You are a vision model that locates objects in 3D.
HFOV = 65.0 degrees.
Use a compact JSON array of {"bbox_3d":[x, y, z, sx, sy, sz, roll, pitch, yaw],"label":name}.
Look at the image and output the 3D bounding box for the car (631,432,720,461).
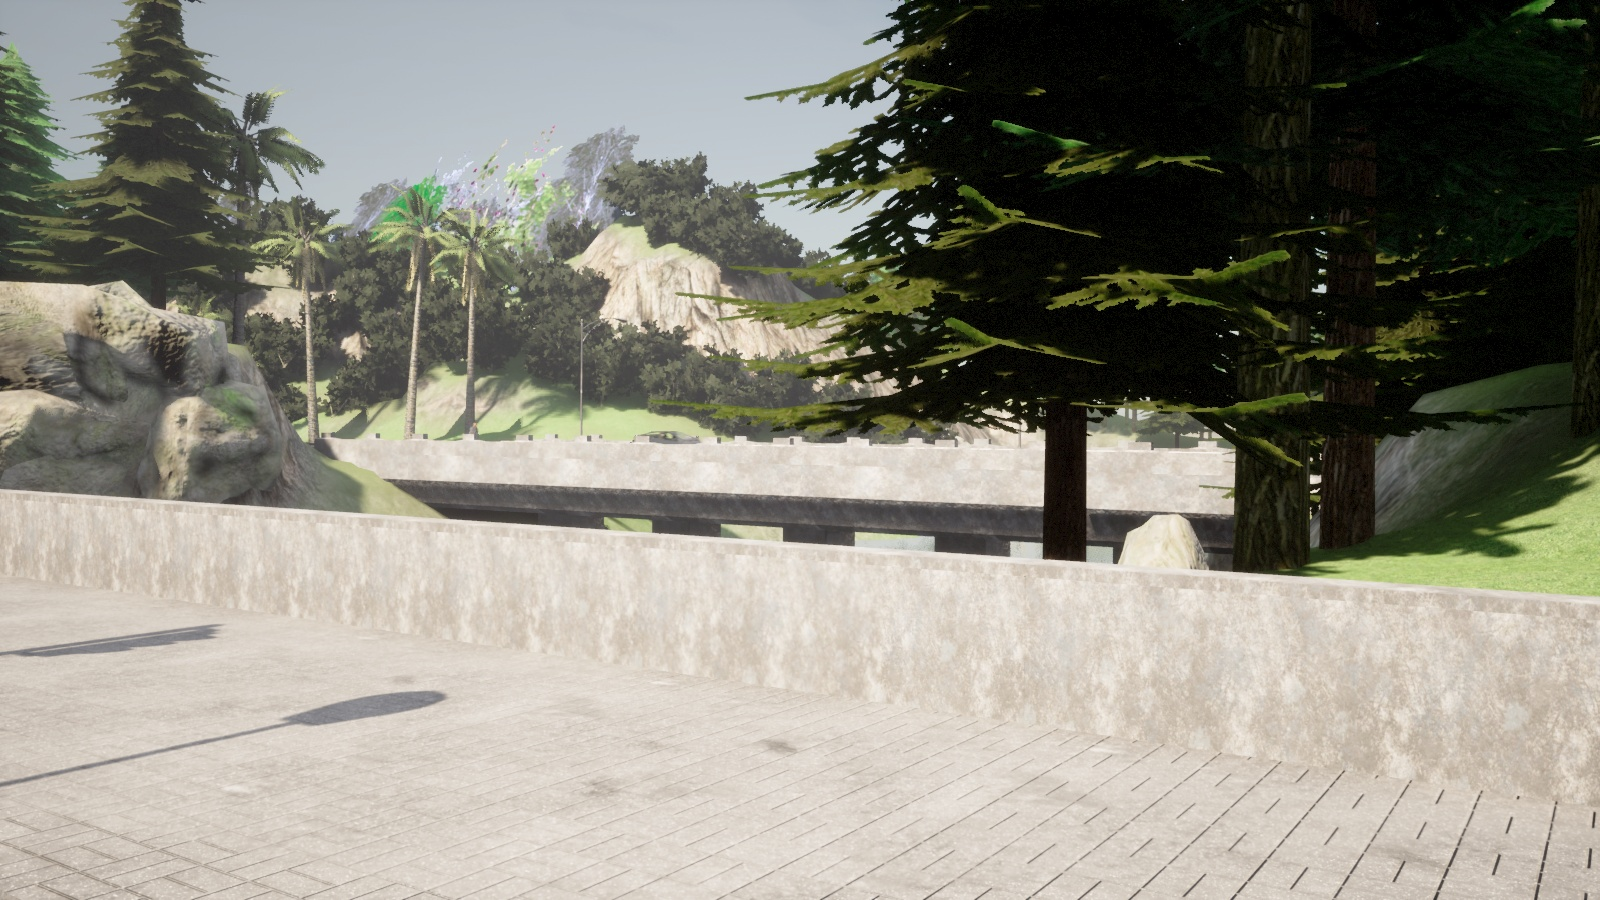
[{"bbox_3d":[-6.785,-0.191,68.159,4.514,1.525,2.007,0,1,34],"label":"car"}]
